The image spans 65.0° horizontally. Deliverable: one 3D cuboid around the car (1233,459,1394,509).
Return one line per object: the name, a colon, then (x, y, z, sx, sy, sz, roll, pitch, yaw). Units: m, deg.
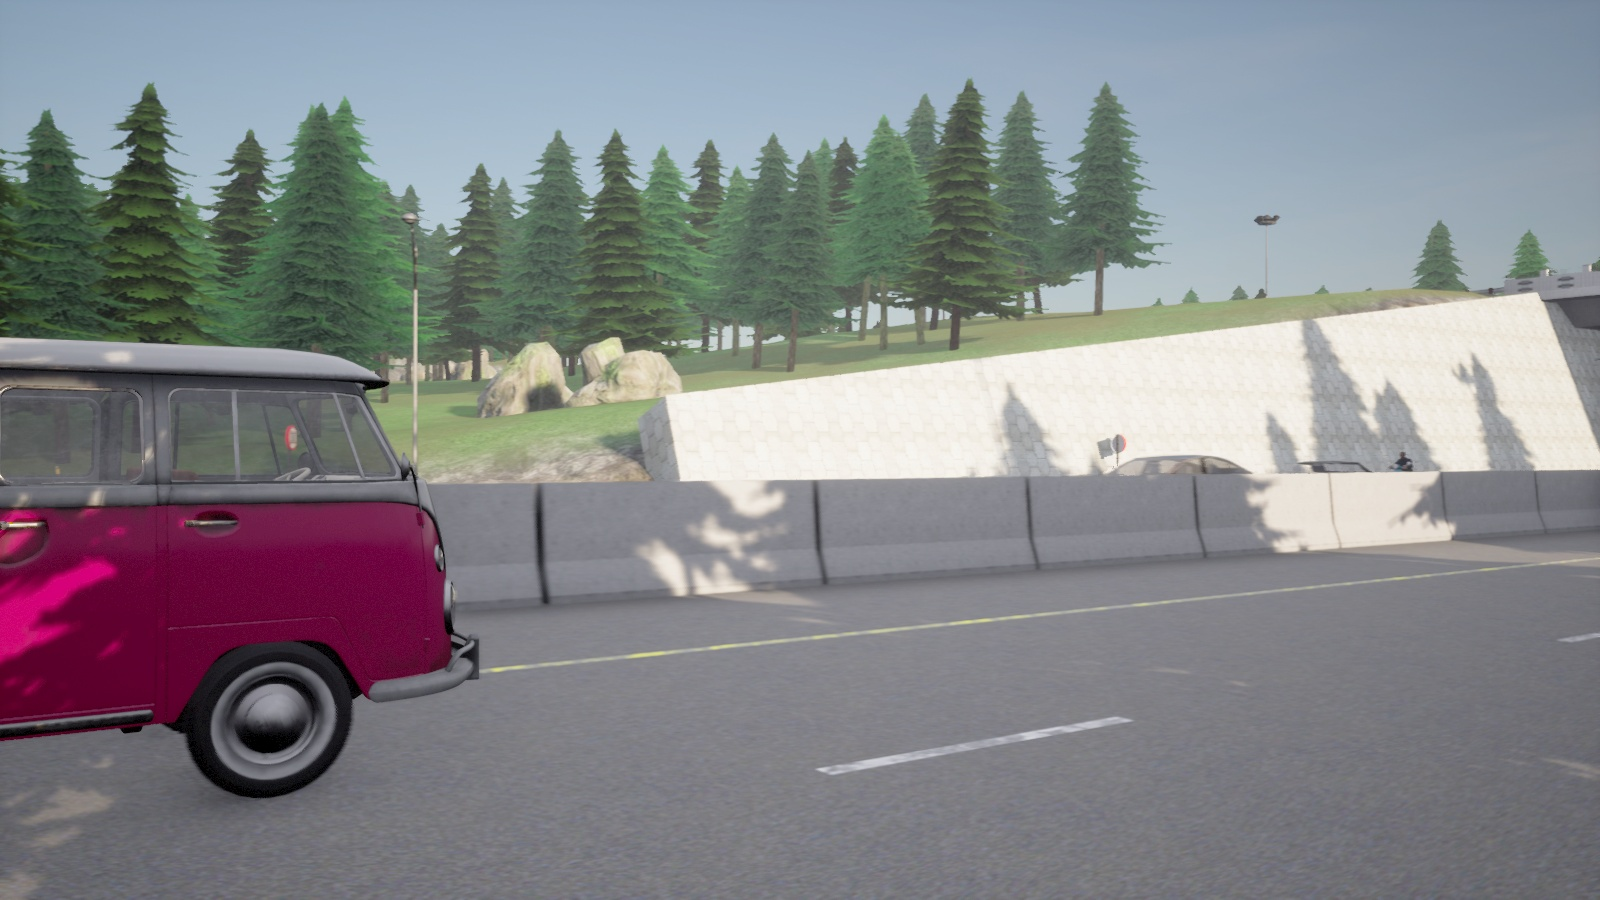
car: (14.337, 0.901, 34.959, 4.718, 1.301, 1.895, 0, 0, -35)

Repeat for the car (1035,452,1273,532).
car: (7.317, 0.792, 25.808, 4.792, 1.488, 2.163, 0, 0, -35)

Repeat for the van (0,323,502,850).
van: (-3.727, 0.518, 5.330, 4.442, 1.987, 1.775, 0, 0, -35)
